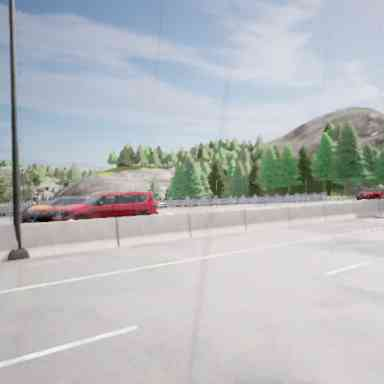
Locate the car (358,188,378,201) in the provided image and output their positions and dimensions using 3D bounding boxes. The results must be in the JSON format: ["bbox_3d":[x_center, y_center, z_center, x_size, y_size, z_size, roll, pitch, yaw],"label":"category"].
[{"bbox_3d":[28.932,0.427,53.872,5.566,2.045,2.150,0,0,-35],"label":"car"}]

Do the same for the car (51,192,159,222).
[{"bbox_3d":[-4.494,1.014,17.898,5.566,2.045,2.150,-2,1,-35],"label":"car"}]

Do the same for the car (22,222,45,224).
[{"bbox_3d":[-7.997,1.425,19.724,4.718,1.301,1.895,-2,1,-35],"label":"car"}]
